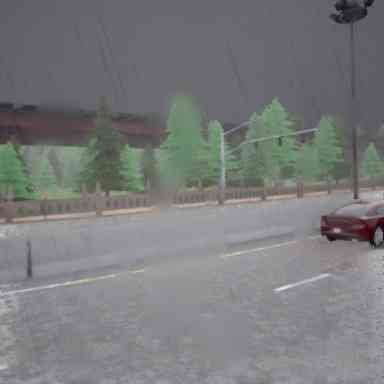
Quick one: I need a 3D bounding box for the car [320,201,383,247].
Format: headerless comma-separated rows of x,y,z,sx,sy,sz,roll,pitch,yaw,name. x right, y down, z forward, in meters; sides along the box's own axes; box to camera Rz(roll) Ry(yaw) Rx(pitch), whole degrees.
7.181,1.092,13.282,5.008,1.535,1.882,-4,2,-35,car
